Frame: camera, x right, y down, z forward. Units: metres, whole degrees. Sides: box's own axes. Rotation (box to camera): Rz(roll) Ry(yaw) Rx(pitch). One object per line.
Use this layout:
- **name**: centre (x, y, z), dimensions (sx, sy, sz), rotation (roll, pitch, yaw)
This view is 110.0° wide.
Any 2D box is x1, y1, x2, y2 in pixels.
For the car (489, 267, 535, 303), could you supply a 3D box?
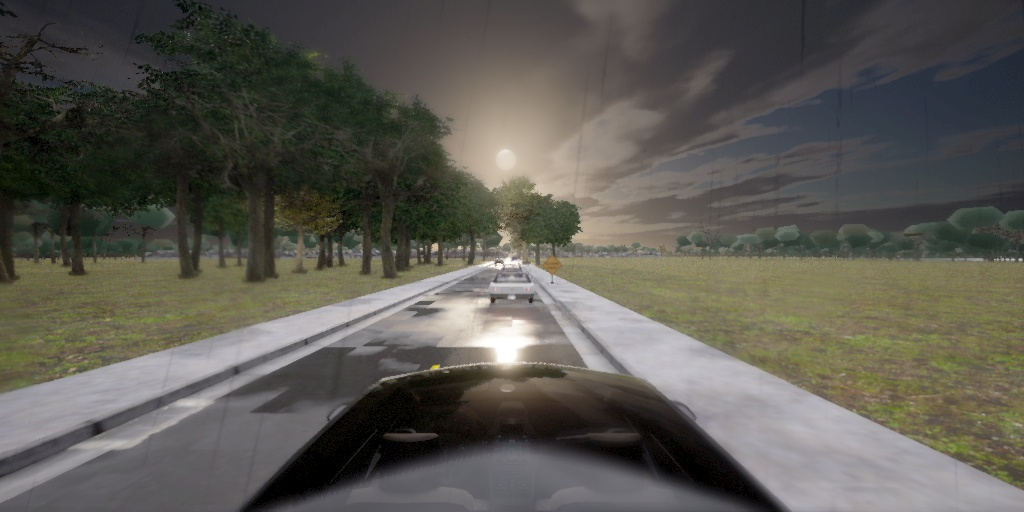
- **car**: centre (0.000, 1.366, 16.530), dimensions (1.895, 1.301, 4.718), rotation (0, 0, 0)

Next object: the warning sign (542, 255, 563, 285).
- **warning sign**: centre (2.518, 0.865, 22.485), dimensions (1.300, 1.860, 1.060), rotation (0, 0, 0)

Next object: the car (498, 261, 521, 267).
- **car**: centre (0.000, 1.367, 31.530), dimensions (1.895, 1.301, 4.718), rotation (0, 0, 0)
